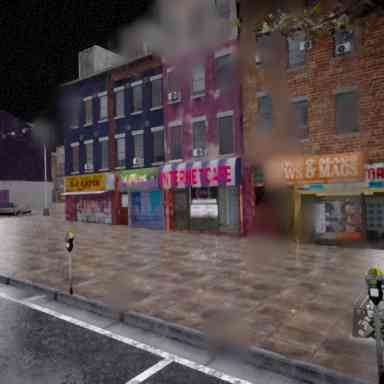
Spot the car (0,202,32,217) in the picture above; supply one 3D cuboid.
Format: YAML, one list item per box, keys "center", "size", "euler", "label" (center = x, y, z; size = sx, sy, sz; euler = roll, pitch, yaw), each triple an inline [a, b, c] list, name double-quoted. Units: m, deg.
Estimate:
- center: [-17.570, 1.621, 30.227]
  size: [2.033, 1.411, 5.357]
  euler: [-2, -1, 39]
  label: "car"
